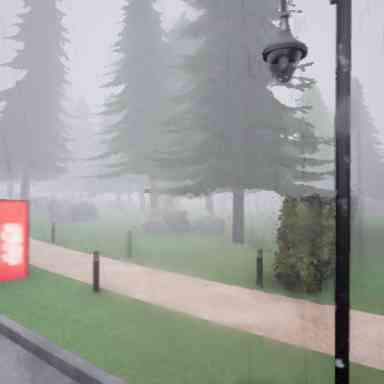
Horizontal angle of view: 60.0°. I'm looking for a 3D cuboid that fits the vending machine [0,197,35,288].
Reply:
[{"bbox_3d":[-4.635,1.174,8.203,0.880,2.100,1.100,0,0,41],"label":"vending machine"}]
